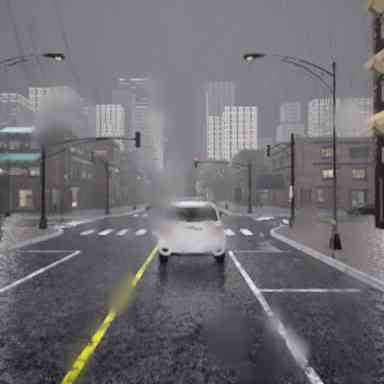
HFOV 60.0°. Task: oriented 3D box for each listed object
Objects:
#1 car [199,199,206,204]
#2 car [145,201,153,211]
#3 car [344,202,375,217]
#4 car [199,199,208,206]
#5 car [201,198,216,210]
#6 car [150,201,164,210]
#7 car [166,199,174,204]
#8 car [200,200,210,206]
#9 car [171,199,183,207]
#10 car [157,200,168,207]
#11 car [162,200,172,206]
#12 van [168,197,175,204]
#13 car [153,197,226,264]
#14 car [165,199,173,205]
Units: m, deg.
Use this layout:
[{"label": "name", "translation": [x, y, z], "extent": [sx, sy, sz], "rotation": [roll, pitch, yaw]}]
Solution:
[{"label": "car", "translation": [2.679, 2.547, 87.540], "extent": [1.802, 1.307, 4.206], "rotation": [0, -1, 0]}, {"label": "car", "translation": [-5.784, 2.062, 48.869], "extent": [1.887, 1.381, 4.507], "rotation": [0, -1, 0]}, {"label": "car", "translation": [17.484, 1.701, 33.196], "extent": [4.313, 1.339, 1.947], "rotation": [-1, 0, 0]}, {"label": "car", "translation": [2.680, 2.384, 76.492], "extent": [2.008, 1.369, 4.403], "rotation": [0, -1, 0]}, {"label": "car", "translation": [2.684, 1.894, 54.394], "extent": [2.192, 1.841, 5.009], "rotation": [0, -1, 0]}, {"label": "car", "translation": [-5.697, 2.145, 54.390], "extent": [1.947, 1.339, 4.313], "rotation": [0, -1, 0]}, {"label": "car", "translation": [-5.701, 2.489, 87.370], "extent": [1.752, 1.417, 4.829], "rotation": [0, -1, 0]}, {"label": "car", "translation": [2.682, 2.334, 70.967], "extent": [1.947, 1.339, 4.313], "rotation": [0, -1, 0]}, {"label": "car", "translation": [-3.012, 2.248, 67.864], "extent": [2.128, 1.511, 4.902], "rotation": [0, -1, 0]}, {"label": "car", "translation": [-5.698, 2.228, 65.271], "extent": [1.752, 1.417, 4.829], "rotation": [0, -1, 0]}, {"label": "car", "translation": [-5.700, 2.415, 76.490], "extent": [1.802, 1.307, 4.206], "rotation": [0, -1, 0]}, {"label": "van", "translation": [-5.702, 2.374, 93.067], "extent": [1.690, 1.788, 3.998], "rotation": [0, -1, 0]}, {"label": "car", "translation": [0.010, 1.355, 12.568], "extent": [2.150, 2.045, 5.566], "rotation": [0, 0, 0]}, {"label": "car", "translation": [-5.700, 2.481, 82.015], "extent": [1.802, 1.307, 4.206], "rotation": [0, -1, 0]}]
